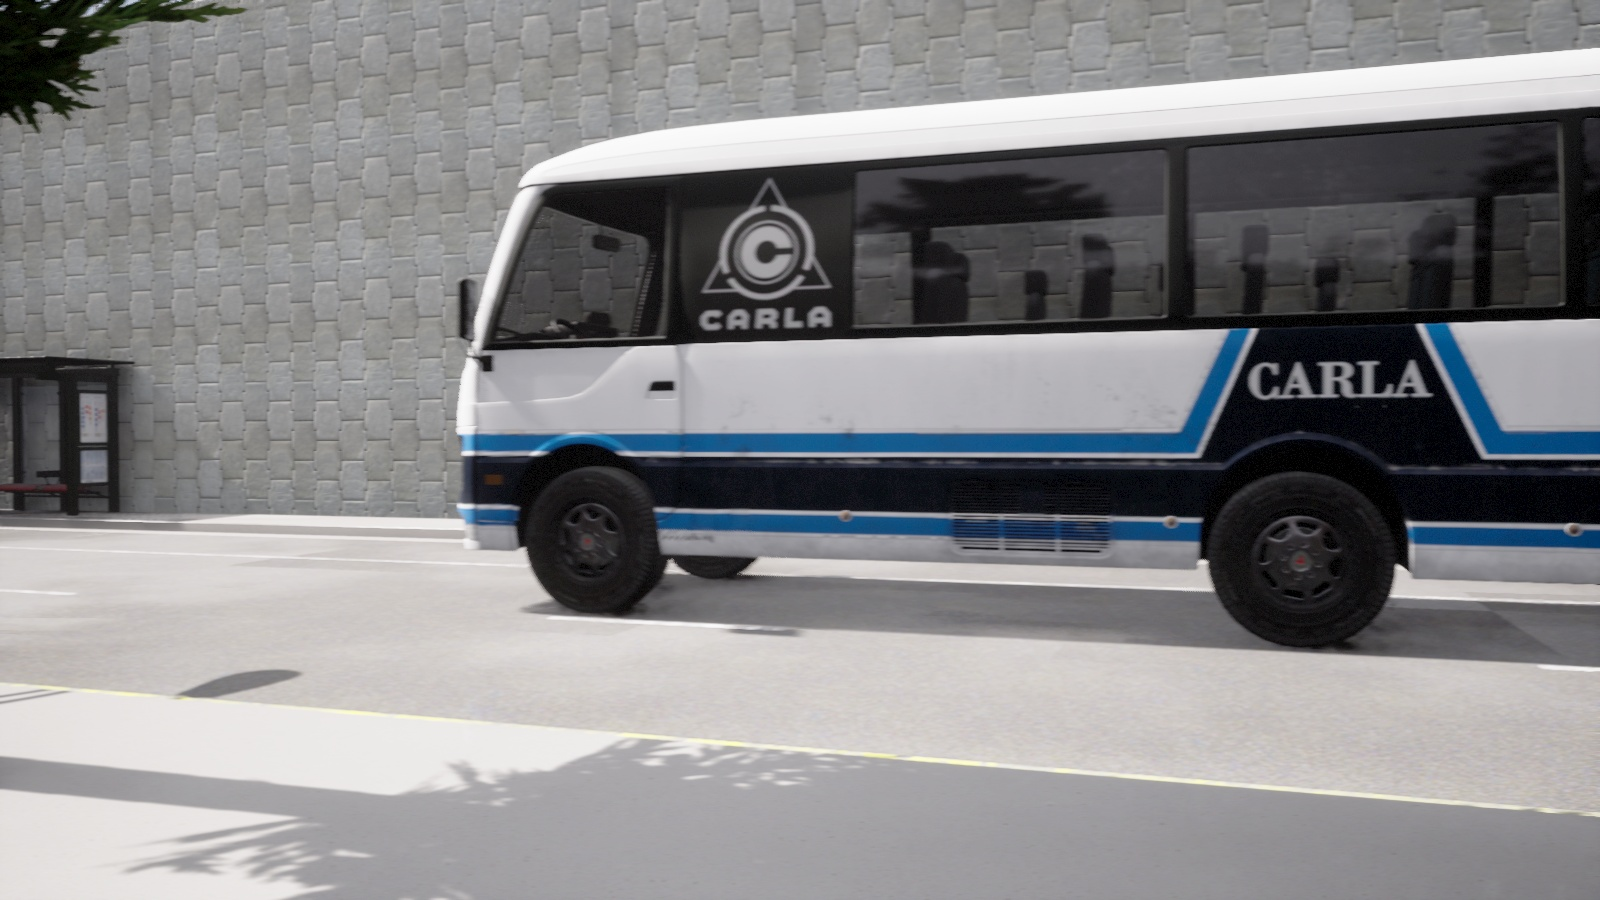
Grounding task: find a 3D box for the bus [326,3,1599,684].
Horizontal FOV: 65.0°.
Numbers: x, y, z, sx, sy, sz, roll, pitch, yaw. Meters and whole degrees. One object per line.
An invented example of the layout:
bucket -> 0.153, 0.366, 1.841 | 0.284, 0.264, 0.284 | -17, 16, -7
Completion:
bus -> 1.386, -0.723, 11.146 | 10.273, 4.253, 3.944 | 1, 1, 19
